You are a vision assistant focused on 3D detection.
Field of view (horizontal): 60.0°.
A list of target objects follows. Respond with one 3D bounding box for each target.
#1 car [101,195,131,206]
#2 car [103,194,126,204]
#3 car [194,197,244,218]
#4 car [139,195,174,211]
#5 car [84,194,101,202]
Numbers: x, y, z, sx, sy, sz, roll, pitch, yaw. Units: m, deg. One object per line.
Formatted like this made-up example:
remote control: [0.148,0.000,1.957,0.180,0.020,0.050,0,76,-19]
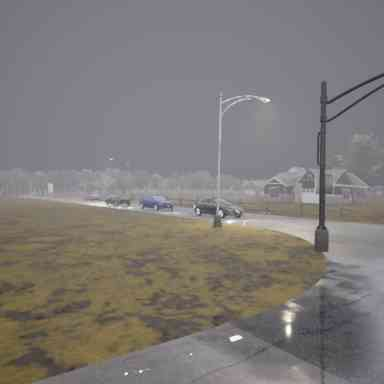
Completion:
car: [-9.541,1.108,42.755,1.895,1.301,4.718,2,-1,-35]
car: [-12.404,1.088,52.977,1.994,1.385,4.181,2,-1,-35]
car: [2.039,1.227,26.452,1.837,1.490,4.892,2,0,-35]
car: [-3.754,1.084,34.600,1.882,1.535,5.008,2,0,-36]
car: [-18.201,1.007,61.129,2.033,1.411,5.357,2,-1,-35]
